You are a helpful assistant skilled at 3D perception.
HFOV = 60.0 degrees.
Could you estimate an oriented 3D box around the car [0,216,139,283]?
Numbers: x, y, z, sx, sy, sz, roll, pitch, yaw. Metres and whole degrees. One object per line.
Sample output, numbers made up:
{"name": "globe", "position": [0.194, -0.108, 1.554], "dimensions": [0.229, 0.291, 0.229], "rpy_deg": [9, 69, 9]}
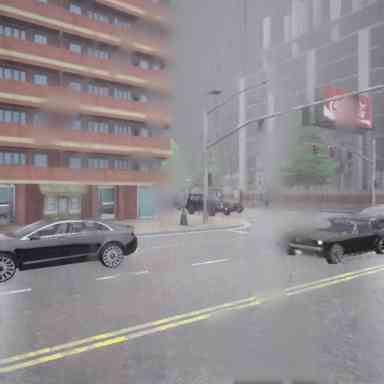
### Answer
{"name": "car", "position": [-3.985, 1.491, 9.735], "dimensions": [4.902, 1.511, 2.128], "rpy_deg": [0, 0, -35]}

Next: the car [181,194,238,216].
{"name": "car", "position": [1.579, 1.222, 32.791], "dimensions": [2.150, 2.045, 5.566], "rpy_deg": [0, 0, -35]}

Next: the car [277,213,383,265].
{"name": "car", "position": [5.210, 1.601, 11.842], "dimensions": [4.718, 1.301, 1.895], "rpy_deg": [0, 0, -35]}

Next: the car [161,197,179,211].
{"name": "car", "position": [-3.954, 1.352, 40.696], "dimensions": [2.097, 1.767, 4.553], "rpy_deg": [0, 0, -35]}

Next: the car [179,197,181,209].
{"name": "car", "position": [-1.859, 1.491, 43.809], "dimensions": [2.128, 1.511, 4.902], "rpy_deg": [0, 0, -35]}

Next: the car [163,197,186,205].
{"name": "car", "position": [-3.044, 1.526, 58.051], "dimensions": [1.812, 1.442, 4.674], "rpy_deg": [0, -1, -35]}

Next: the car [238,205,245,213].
{"name": "car", "position": [3.502, 1.601, 36.150], "dimensions": [1.895, 1.301, 4.718], "rpy_deg": [0, 0, -35]}

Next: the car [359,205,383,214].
{"name": "car", "position": [11.537, 1.526, 20.467], "dimensions": [4.674, 1.442, 1.812], "rpy_deg": [0, 0, -35]}
